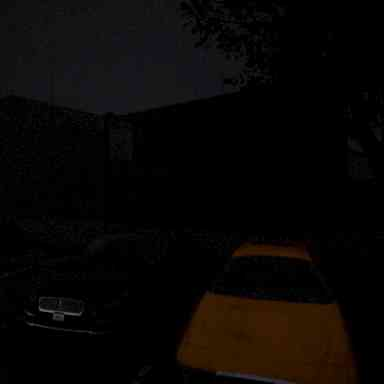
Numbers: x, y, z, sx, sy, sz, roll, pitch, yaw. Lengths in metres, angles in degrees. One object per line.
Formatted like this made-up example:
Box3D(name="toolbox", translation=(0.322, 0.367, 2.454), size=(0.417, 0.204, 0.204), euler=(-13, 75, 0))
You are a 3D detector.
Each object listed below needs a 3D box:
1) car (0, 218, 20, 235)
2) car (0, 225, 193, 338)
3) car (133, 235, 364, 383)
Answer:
Box3D(name="car", translation=(-8.511, 1.553, 12.185), size=(2.002, 1.452, 4.674), euler=(0, -1, 16))
Box3D(name="car", translation=(-1.190, 1.496, 6.948), size=(2.231, 1.521, 4.892), euler=(0, -1, 16))
Box3D(name="car", translation=(1.198, 1.484, 5.019), size=(1.946, 1.575, 5.366), euler=(0, -1, 16))
